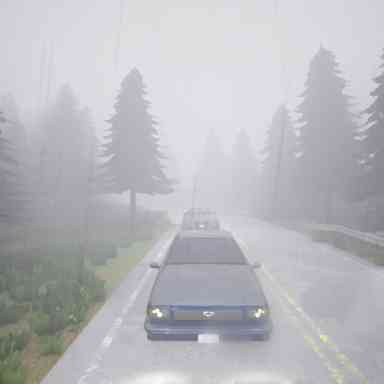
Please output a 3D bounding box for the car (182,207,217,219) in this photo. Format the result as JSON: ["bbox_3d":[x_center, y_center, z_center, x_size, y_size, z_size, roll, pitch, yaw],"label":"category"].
[{"bbox_3d":[0.437,1.584,19.156,1.994,1.385,4.181,0,0,-2],"label":"car"}]

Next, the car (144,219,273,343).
[{"bbox_3d":[0.266,1.557,7.071,2.033,1.411,5.357,0,0,1],"label":"car"}]
